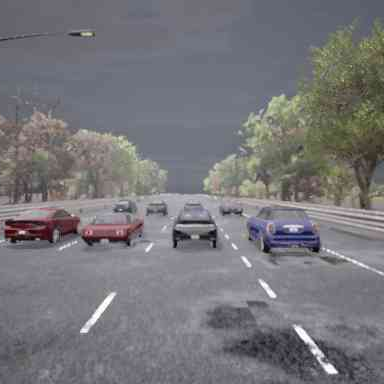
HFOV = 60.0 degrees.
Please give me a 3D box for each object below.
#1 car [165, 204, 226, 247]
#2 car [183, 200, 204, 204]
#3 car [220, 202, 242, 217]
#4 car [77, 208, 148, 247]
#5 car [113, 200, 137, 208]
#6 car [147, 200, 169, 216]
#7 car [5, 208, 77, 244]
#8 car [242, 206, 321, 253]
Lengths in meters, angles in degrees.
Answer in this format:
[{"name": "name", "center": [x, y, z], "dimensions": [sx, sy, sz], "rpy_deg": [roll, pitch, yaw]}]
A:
[{"name": "car", "center": [0.116, 1.503, 15.138], "dimensions": [2.128, 1.511, 4.902], "rpy_deg": [0, 0, 0]}, {"name": "car", "center": [0.136, 1.524, 33.025], "dimensions": [2.128, 1.511, 4.902], "rpy_deg": [0, 0, 0]}, {"name": "car", "center": [3.636, 1.633, 31.845], "dimensions": [1.895, 1.301, 4.718], "rpy_deg": [0, 0, 0]}, {"name": "car", "center": [-3.385, 1.614, 15.151], "dimensions": [1.895, 1.301, 4.718], "rpy_deg": [0, 0, 0]}, {"name": "car", "center": [-6.862, 1.557, 34.251], "dimensions": [1.812, 1.442, 4.674], "rpy_deg": [0, 0, 0]}, {"name": "car", "center": [-3.364, 1.523, 32.997], "dimensions": [2.128, 1.511, 4.902], "rpy_deg": [0, 0, 0]}, {"name": "car", "center": [-6.885, 1.490, 15.962], "dimensions": [1.882, 1.535, 5.008], "rpy_deg": [0, 0, 0]}, {"name": "car", "center": [3.615, 1.366, 13.947], "dimensions": [2.097, 1.767, 4.553], "rpy_deg": [0, 0, 0]}]
